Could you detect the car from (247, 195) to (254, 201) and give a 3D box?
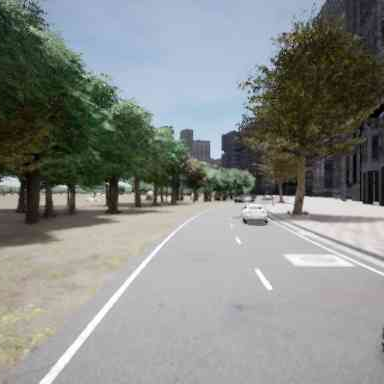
[{"bbox_3d":[14.807,1.876,91.065,2.150,2.045,5.566,0,0,20],"label":"car"}]

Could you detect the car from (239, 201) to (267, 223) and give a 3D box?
[{"bbox_3d":[5.070,1.720,27.313,1.812,1.442,4.674,0,0,6],"label":"car"}]

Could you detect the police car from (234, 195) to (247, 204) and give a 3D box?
[{"bbox_3d":[11.641,2.004,81.690,1.930,1.638,5.238,0,0,18],"label":"police car"}]

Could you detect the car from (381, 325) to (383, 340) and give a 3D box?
[{"bbox_3d":[3.656,1.598,3.003,1.994,1.385,4.181,0,0,1],"label":"car"}]
